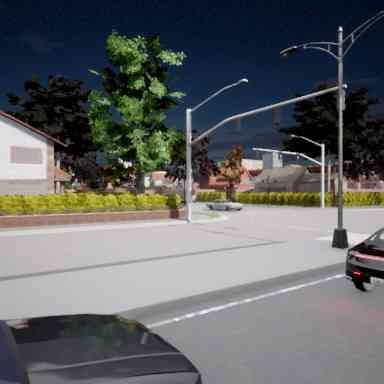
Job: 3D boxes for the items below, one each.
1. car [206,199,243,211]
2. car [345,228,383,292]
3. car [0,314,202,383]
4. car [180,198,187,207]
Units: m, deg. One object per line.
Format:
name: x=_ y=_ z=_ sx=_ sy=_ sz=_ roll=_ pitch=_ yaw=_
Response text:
car: x=3.754 y=1.500 z=38.422 sx=1.895 sy=1.301 sz=4.718 roll=0 pitch=0 yaw=-36
car: x=5.496 y=1.472 z=7.651 sx=4.902 sy=1.511 sz=2.128 roll=0 pitch=0 yaw=-35
car: x=-2.446 y=1.543 z=2.001 sx=5.357 sy=1.411 sz=2.033 roll=0 pitch=0 yaw=-36
car: x=-2.129 y=1.478 z=46.593 sx=1.895 sy=1.301 sz=4.718 roll=0 pitch=0 yaw=-36
